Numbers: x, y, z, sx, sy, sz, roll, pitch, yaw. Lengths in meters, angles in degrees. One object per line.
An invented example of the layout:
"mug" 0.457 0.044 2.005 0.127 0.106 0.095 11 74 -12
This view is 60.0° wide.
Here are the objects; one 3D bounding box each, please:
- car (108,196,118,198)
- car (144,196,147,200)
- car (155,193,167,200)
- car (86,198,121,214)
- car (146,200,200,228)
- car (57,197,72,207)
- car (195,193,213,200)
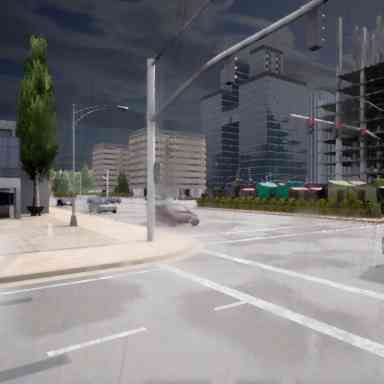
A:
"car" -15.326 1.547 64.118 2.033 1.411 5.357 0 0 -34
"car" -9.371 1.153 81.068 4.605 1.855 1.932 0 0 -34
"car" -7.793 1.156 78.641 3.866 1.878 1.905 0 0 -34
"car" -9.422 1.601 35.044 1.895 1.301 4.718 0 0 -33
"car" -1.336 1.526 22.419 1.812 1.442 4.674 0 0 -33
"car" -19.269 1.493 50.569 2.128 1.511 4.902 0 0 -32
"car" 3.242 1.156 62.414 3.866 1.878 1.905 0 0 -34
